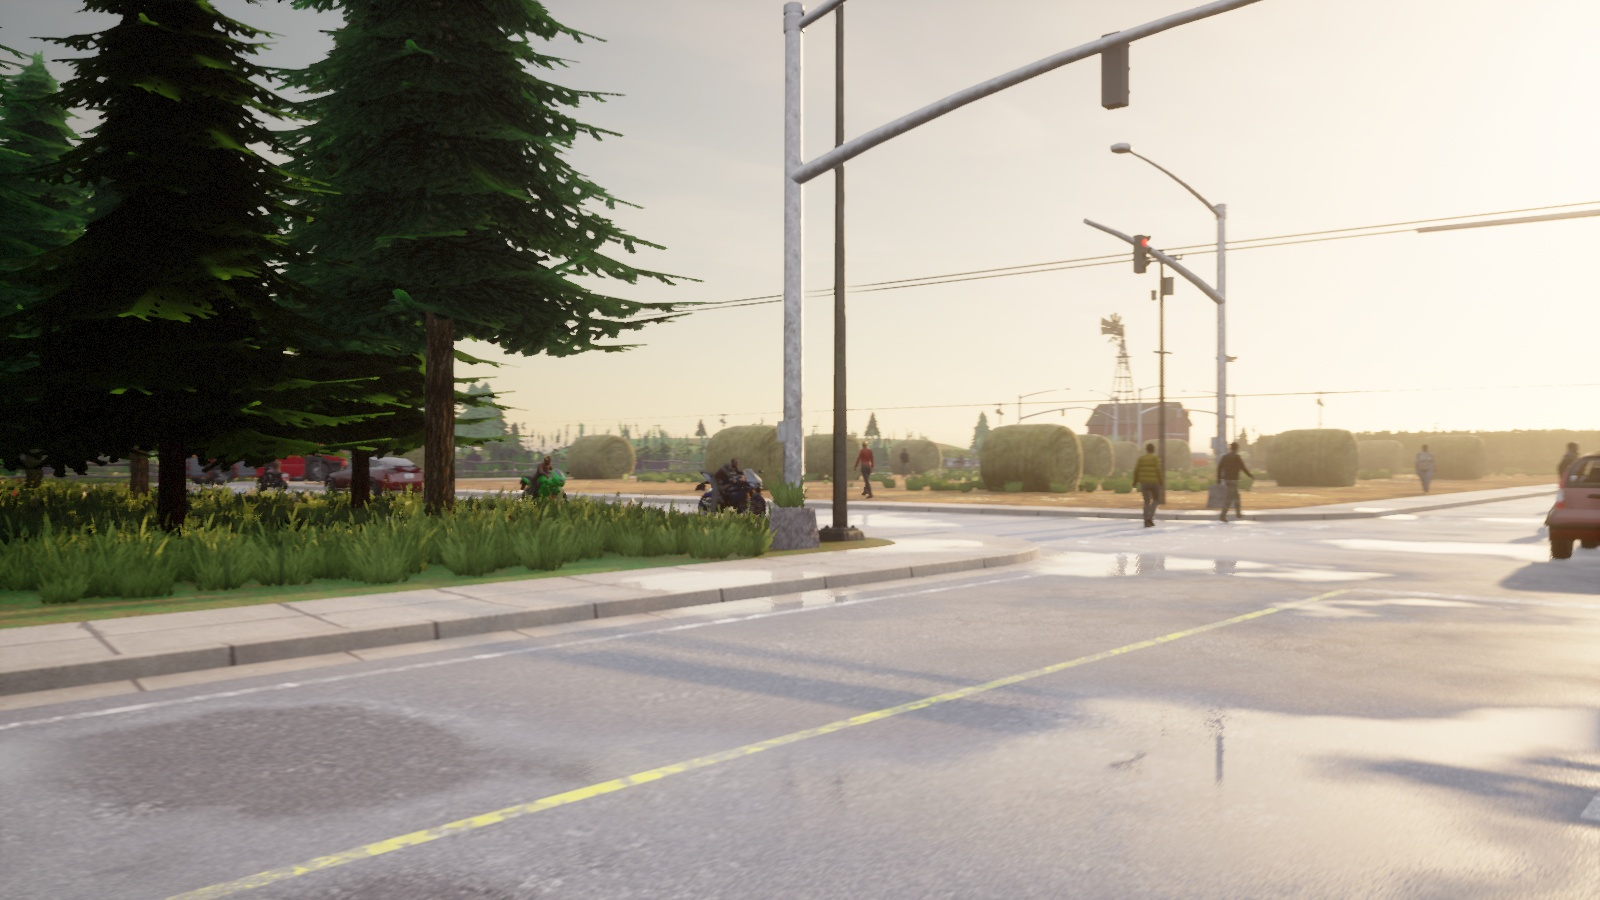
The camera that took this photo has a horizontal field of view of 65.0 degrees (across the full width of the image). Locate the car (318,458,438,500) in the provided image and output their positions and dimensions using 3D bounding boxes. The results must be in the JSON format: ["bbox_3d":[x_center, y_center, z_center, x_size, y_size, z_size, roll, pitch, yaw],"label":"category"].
[{"bbox_3d":[-15.878,1.063,47.130,4.792,1.488,2.163,0,0,41],"label":"car"}]

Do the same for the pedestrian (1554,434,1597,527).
[{"bbox_3d":[15.752,0.612,25.506,0.720,1.854,0.376,0,0,33],"label":"pedestrian"}]

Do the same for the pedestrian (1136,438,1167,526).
[{"bbox_3d":[7.408,0.666,26.461,0.370,1.835,0.726,0,0,40],"label":"pedestrian"}]

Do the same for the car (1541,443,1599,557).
[{"bbox_3d":[12.774,0.705,19.198,1.851,1.617,3.988,0,0,40],"label":"car"}]

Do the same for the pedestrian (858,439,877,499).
[{"bbox_3d":[2.100,0.590,39.097,0.331,1.846,0.636,0,0,-24],"label":"pedestrian"}]

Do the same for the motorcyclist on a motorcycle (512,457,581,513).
[{"bbox_3d":[-7.027,0.951,34.787,2.044,1.523,0.797,0,0,41],"label":"motorcyclist on a motorcycle"}]

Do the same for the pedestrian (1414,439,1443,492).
[{"bbox_3d":[22.276,0.533,44.501,0.874,1.855,0.900,0,0,25],"label":"pedestrian"}]

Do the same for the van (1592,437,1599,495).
[{"bbox_3d":[30.263,0.574,45.490,2.069,2.038,4.480,0,0,40],"label":"van"}]

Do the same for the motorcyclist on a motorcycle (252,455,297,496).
[{"bbox_3d":[-21.910,1.062,52.380,2.350,1.649,0.766,-1,-1,41],"label":"motorcyclist on a motorcycle"}]

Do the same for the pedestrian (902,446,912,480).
[{"bbox_3d":[5.936,0.715,69.857,0.431,1.840,0.703,0,0,-7],"label":"pedestrian"}]

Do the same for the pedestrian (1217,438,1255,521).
[{"bbox_3d":[9.746,0.647,28.091,0.703,1.840,0.431,0,0,-26],"label":"pedestrian"}]

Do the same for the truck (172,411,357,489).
[{"bbox_3d":[-27.977,0.004,65.933,2.891,3.827,8.468,0,0,44],"label":"truck"}]

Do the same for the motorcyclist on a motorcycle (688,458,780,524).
[{"bbox_3d":[-1.594,0.960,30.058,2.191,1.530,0.866,0,0,41],"label":"motorcyclist on a motorcycle"}]
